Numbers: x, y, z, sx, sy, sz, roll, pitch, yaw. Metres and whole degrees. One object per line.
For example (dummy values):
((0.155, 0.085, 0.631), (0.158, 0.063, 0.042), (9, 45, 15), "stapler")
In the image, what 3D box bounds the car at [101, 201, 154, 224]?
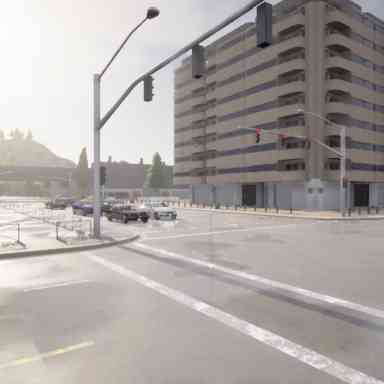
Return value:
((-5.051, 1.656, 25.590), (1.895, 1.301, 4.718), (0, 0, -35), "car")

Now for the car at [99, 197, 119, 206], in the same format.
((-14.309, 1.581, 57.155), (1.812, 1.442, 4.674), (0, 0, -35), "car")

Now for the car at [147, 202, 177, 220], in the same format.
((-3.105, 1.581, 28.925), (1.812, 1.442, 4.674), (0, 0, -35), "car")

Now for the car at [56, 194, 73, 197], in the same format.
((-20.574, 1.281, 53.675), (2.150, 2.045, 5.566), (0, 0, -35), "car")

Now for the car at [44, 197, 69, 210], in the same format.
((-17.985, 1.656, 43.864), (1.895, 1.301, 4.718), (0, 0, -35), "car")

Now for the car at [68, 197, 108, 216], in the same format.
((-10.467, 1.533, 33.235), (1.882, 1.535, 5.008), (0, 0, -35), "car")

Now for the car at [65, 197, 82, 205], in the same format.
((-22.117, 1.619, 62.122), (1.994, 1.385, 4.181), (0, 0, -35), "car")

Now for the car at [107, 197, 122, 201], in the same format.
((-8.465, 1.560, 36.465), (1.837, 1.490, 4.892), (0, 0, -35), "car")
